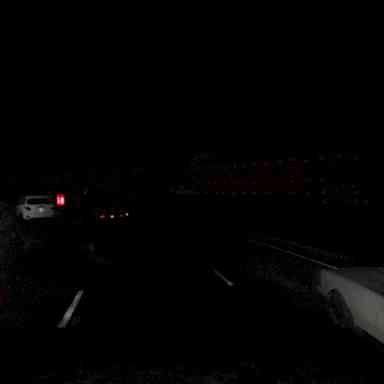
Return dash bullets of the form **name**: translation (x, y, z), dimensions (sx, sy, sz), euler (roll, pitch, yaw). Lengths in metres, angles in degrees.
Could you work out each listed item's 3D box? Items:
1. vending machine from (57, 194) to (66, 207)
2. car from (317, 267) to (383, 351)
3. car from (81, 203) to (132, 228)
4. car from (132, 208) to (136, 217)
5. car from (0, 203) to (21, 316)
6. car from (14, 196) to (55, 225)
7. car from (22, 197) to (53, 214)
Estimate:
- **vending machine**: translation (-21.202, 1.323, 53.913), dimensions (1.100, 2.100, 0.880), euler (0, 0, -40)
- **car**: translation (3.365, 1.583, 3.946), dimensions (1.895, 1.301, 4.718), euler (0, 0, -5)
- **car**: translation (-6.197, 1.586, 22.905), dimensions (2.033, 1.411, 5.357), euler (0, 0, -30)
- **car**: translation (-6.974, 1.645, 30.470), dimensions (1.895, 1.301, 4.718), euler (0, 0, -37)
- **car**: translation (-3.713, 1.243, 2.640), dimensions (2.150, 2.045, 5.566), euler (0, 0, -5)
- **car**: translation (-11.905, 1.292, 25.032), dimensions (2.150, 2.045, 5.566), euler (0, 0, -35)
- **car**: translation (-17.726, 1.457, 38.057), dimensions (2.097, 1.767, 4.553), euler (0, 0, -40)
